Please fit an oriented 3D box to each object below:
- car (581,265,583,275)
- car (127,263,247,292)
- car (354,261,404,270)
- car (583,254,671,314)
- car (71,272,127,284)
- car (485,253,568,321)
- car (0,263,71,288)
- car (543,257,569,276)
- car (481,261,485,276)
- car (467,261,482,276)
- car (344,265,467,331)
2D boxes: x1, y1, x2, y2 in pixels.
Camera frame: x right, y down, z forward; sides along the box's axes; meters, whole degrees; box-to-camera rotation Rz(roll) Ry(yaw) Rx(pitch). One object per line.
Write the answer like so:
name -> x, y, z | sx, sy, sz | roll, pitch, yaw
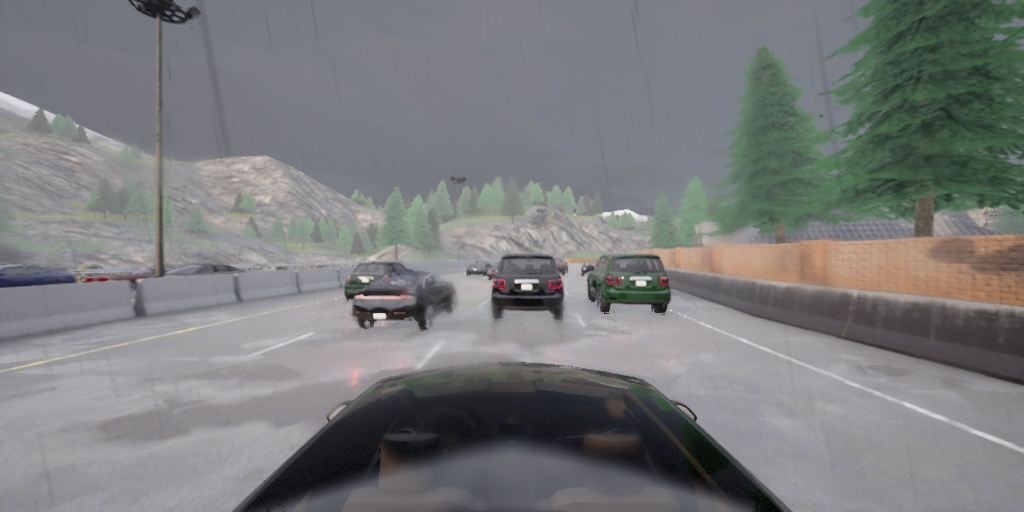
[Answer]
car -> 7.981, 1.231, 35.863 | 1.895, 1.301, 4.718 | 0, 0, 14
car -> -16.496, 1.151, 18.919 | 1.837, 1.490, 4.892 | 0, 0, 6
car -> -5.946, 1.027, 17.135 | 2.097, 1.767, 4.553 | 0, 0, 6
car -> 4.228, 0.932, 13.758 | 2.150, 2.045, 5.566 | 0, 0, 5
car -> -19.951, 1.235, 19.552 | 1.895, 1.301, 4.718 | 0, 0, 6
car -> 0.613, 0.930, 12.487 | 2.150, 2.045, 5.566 | 0, 0, 4
car -> -23.764, 1.163, 16.731 | 1.812, 1.442, 4.674 | 0, 0, 6
car -> 4.469, 0.974, 36.064 | 2.097, 1.767, 4.553 | 0, 0, 14
car -> -0.628, 1.185, 29.416 | 2.033, 1.411, 5.357 | 0, 0, 11
car -> -2.955, 1.173, 35.107 | 1.994, 1.385, 4.181 | 0, 0, 12
car -> -2.981, 1.198, 10.893 | 2.128, 1.511, 4.902 | 0, 0, 3
